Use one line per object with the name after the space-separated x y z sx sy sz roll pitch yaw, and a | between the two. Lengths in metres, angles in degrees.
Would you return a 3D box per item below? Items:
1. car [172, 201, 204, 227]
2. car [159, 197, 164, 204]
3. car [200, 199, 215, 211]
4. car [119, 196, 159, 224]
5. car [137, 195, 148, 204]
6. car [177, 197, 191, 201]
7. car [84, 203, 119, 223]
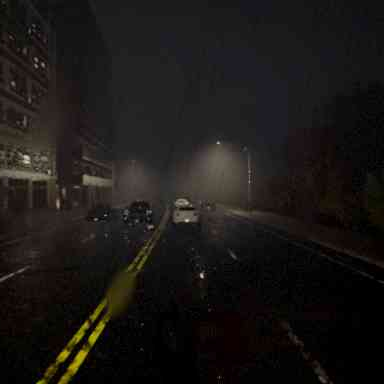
-0.394 1.609 23.562 1.812 1.442 4.674 0 0 -2 | car
-7.002 1.702 69.400 1.882 1.535 5.008 0 0 -6 | car
1.864 1.649 42.991 1.837 1.490 4.892 0 0 -4 | car
-3.894 1.444 25.320 2.097 1.767 4.553 0 0 -2 | car
-10.232 1.584 69.040 2.097 1.767 4.553 0 0 -6 | car
-1.288 1.667 41.402 1.812 1.442 4.674 0 0 -4 | car
-7.212 1.649 27.241 2.033 1.411 5.357 0 0 -2 | car
